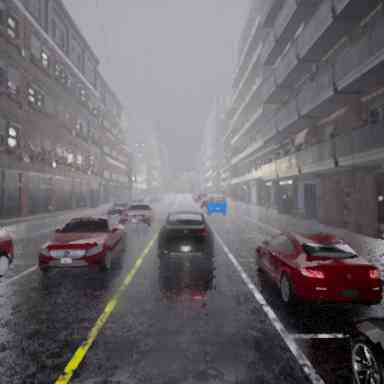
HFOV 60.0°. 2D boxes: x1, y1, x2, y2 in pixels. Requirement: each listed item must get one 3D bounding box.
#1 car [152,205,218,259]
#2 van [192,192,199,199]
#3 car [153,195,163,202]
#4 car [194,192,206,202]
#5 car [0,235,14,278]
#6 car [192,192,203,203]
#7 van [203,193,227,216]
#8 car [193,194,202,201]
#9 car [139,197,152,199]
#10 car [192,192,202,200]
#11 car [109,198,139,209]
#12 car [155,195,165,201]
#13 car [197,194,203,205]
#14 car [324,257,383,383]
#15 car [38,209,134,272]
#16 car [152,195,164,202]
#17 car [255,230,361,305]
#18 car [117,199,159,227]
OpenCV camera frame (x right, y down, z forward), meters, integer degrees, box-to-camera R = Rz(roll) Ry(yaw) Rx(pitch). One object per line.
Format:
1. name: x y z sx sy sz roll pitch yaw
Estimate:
1. car: -0.225 1.446 12.439 1.837 1.490 4.892 0 0 -1
2. van: 0.929 0.860 91.147 1.690 1.788 3.998 0 0 -1
3. car: -7.008 1.293 68.742 1.802 1.307 4.206 0 0 -1
4. car: 1.482 0.971 63.297 2.192 1.841 5.009 0 0 -1
5. car: -5.792 1.564 7.474 1.887 1.381 4.507 0 0 -1
6. car: 1.593 0.999 57.728 2.192 1.841 5.009 0 0 -1
7. van: 2.145 1.165 29.879 1.690 1.788 3.998 0 0 -1
8. car: 1.257 1.126 74.608 1.752 1.417 4.829 0 0 -1
9. car: -6.455 1.416 40.893 1.947 1.339 4.313 0 0 -1
10. car: 1.151 0.889 80.008 2.192 1.841 5.009 0 0 -1
11. car: -6.234 1.472 29.753 1.947 1.339 4.313 0 0 -1
12. car: -7.119 1.266 74.313 1.802 1.307 4.206 0 0 -1
13. car: 1.924 1.312 41.019 1.887 1.381 4.507 0 0 -1
14. car: 2.698 1.531 2.030 1.947 1.339 4.313 0 0 -1
15. car: -3.279 1.502 10.874 1.812 1.442 4.674 -1 0 -1
16. car: -6.898 1.283 63.173 1.887 1.381 4.507 0 0 -1
17. car: 2.587 1.518 7.600 1.802 1.307 4.206 0 0 -1
18. car: -3.493 1.445 22.246 1.812 1.442 4.674 -1 1 -1
